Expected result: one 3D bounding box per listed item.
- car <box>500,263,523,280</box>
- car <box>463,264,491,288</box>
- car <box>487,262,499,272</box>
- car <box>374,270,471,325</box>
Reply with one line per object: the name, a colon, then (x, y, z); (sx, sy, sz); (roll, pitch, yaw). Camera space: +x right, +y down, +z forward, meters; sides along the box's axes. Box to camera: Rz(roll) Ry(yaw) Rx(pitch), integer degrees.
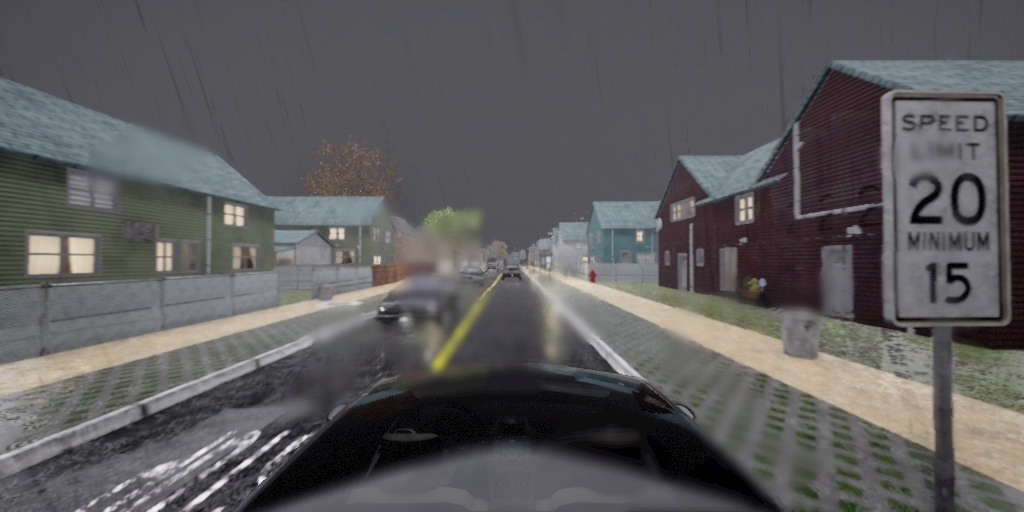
car: (-0.009, 1.488, 34.197); (1.837, 1.490, 4.892); (0, 0, 0)
car: (-2.844, 1.471, 25.521); (1.994, 1.385, 4.181); (0, 0, 0)
car: (-2.762, 1.495, 50.984); (2.033, 1.411, 5.357); (0, -1, 0)
car: (-2.853, 1.359, 12.296); (2.033, 1.411, 5.357); (0, 0, 0)
